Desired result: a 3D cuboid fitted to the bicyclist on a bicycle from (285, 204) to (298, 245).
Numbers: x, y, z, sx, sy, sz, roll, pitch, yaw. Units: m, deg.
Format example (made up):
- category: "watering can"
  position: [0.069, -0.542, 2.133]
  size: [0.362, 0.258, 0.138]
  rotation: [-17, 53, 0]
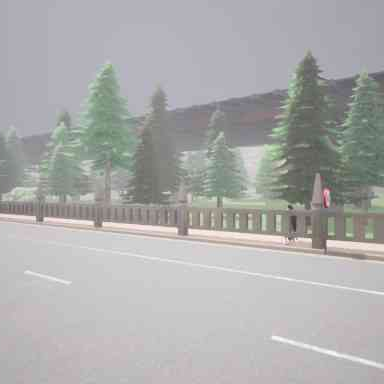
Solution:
- category: "bicyclist on a bicycle"
  position: [4.080, 1.337, 13.614]
  size: [0.582, 1.620, 1.656]
  rotation: [-4, -5, 34]
